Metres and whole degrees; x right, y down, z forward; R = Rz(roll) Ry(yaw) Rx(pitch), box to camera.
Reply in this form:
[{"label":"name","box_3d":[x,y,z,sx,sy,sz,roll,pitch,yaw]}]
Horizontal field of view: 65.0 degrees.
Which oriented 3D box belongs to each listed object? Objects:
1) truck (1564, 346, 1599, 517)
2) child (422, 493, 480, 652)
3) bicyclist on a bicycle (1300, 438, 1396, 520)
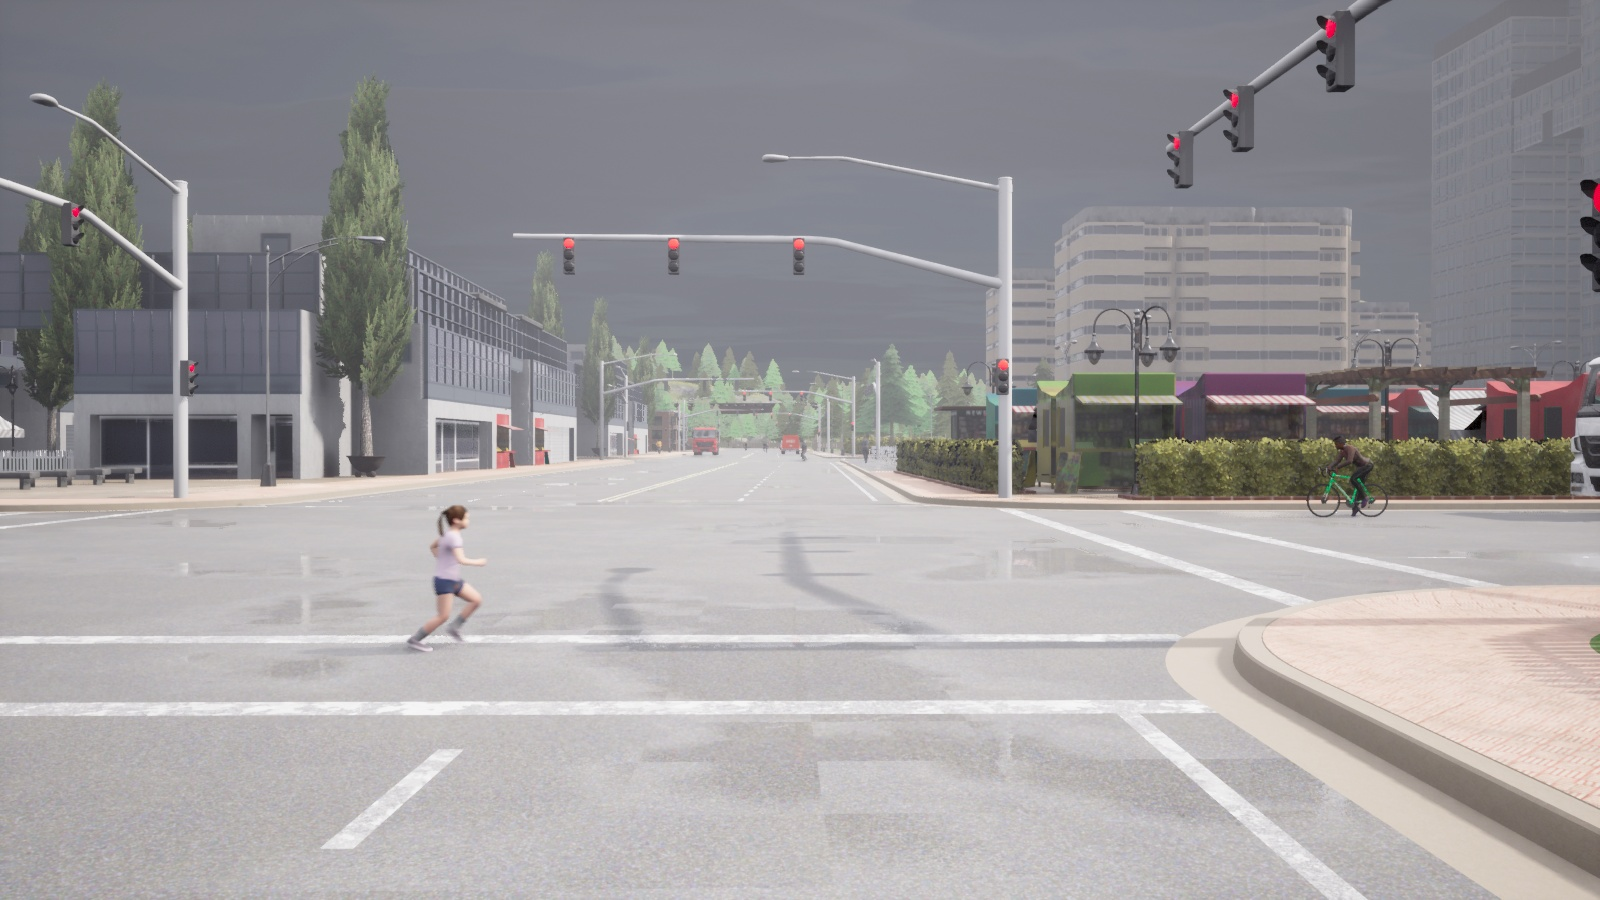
[{"label":"truck","box_3d":[20.193,-0.361,25.251,7.936,3.462,2.891,0,0,-1]},{"label":"child","box_3d":[-2.506,0.867,9.019,0.394,1.110,0.255,0,0,-16]},{"label":"bicyclist on a bicycle","box_3d":[10.932,0.567,25.075,1.656,1.620,0.582,0,0,-1]}]
